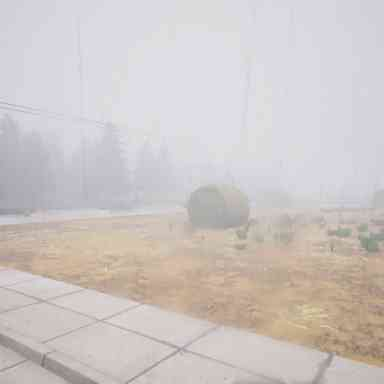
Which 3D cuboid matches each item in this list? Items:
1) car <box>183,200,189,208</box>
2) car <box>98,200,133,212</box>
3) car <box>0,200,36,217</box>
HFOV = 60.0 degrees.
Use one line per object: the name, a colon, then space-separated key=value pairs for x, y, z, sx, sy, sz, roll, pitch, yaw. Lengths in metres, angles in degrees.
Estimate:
car: x=0.621 y=1.590 z=46.676 sx=1.994 sy=1.385 sz=4.181 roll=0 pitch=0 yaw=37
car: x=-9.100 y=1.591 z=39.772 sx=1.994 sy=1.385 sz=4.181 roll=0 pitch=0 yaw=37
car: x=-16.551 y=1.518 z=29.728 sx=2.128 sy=1.511 sz=4.902 roll=0 pitch=0 yaw=37
